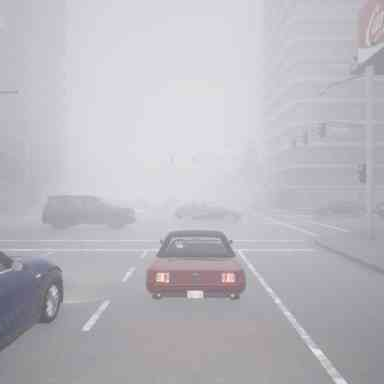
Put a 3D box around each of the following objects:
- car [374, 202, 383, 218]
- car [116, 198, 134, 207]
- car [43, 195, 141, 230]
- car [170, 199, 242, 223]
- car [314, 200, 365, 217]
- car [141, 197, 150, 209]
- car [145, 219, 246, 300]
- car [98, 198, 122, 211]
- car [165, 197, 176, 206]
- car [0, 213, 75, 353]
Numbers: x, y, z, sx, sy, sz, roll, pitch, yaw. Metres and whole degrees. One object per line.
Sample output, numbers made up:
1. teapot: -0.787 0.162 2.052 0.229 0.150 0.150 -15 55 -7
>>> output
1. car: 18.256 1.222 27.783 5.566 2.045 2.150 0 0 0
2. car: -10.453 1.601 52.094 1.895 1.301 4.718 0 0 1
3. car: -6.264 1.222 20.500 5.566 2.045 2.150 0 0 0
4. car: 1.098 1.491 24.025 4.902 1.511 2.128 0 0 0
5. car: 14.045 1.505 31.268 4.892 1.490 1.837 0 0 0
6. car: -6.962 1.492 46.451 2.128 1.511 4.902 0 0 1
7. car: 0.106 1.601 8.353 1.895 1.301 4.718 0 0 1
8. car: -10.488 1.505 42.838 1.837 1.490 4.892 0 0 0
9. car: -3.294 1.564 54.949 1.994 1.385 4.181 0 0 0
10. car: -3.434 1.352 4.329 2.097 1.767 4.553 0 0 1
